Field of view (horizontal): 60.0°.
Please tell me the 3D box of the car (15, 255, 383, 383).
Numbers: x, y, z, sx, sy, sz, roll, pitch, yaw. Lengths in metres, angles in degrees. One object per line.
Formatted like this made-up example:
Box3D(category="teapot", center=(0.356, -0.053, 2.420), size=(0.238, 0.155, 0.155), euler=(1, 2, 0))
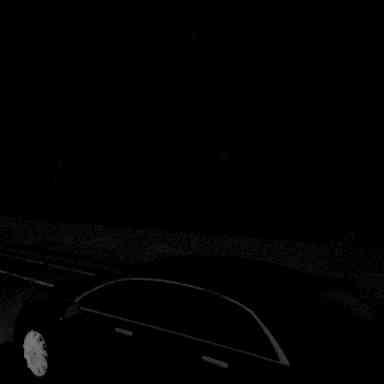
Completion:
Box3D(category="car", center=(-0.096, 1.502, 3.753), size=(4.892, 1.490, 1.837), euler=(0, 0, 35))
